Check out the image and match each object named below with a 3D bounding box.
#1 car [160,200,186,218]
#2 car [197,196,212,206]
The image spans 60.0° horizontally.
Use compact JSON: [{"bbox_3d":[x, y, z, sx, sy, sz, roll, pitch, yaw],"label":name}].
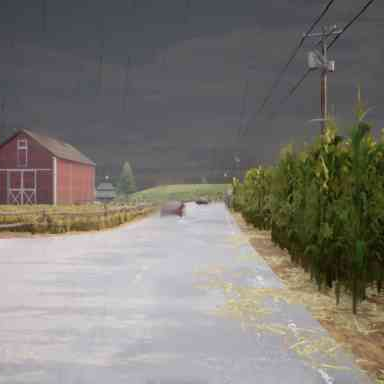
[{"bbox_3d":[-1.645,1.476,30.319,1.882,1.535,5.008,0,0,4],"label":"car"},{"bbox_3d":[2.165,1.470,56.017,1.882,1.535,5.008,2,0,11],"label":"car"}]
